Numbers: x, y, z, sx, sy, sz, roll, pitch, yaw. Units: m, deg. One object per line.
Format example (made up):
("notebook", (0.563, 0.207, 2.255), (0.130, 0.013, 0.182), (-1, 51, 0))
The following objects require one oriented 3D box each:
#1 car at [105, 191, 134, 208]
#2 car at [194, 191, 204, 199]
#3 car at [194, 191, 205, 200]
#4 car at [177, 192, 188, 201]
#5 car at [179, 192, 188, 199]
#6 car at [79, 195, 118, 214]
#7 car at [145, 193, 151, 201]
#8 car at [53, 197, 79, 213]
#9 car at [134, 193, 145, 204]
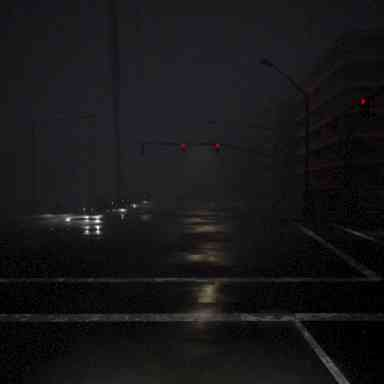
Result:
("car", (-9.397, 1.106, 43.333), (2.097, 1.767, 4.553), (0, 1, 1))
("car", (1.613, 0.556, 75.829), (2.097, 1.767, 4.553), (0, 1, 1))
("car", (1.581, 0.855, 65.439), (2.128, 1.511, 4.902), (0, 1, 1))
("car", (-1.926, 0.917, 65.170), (2.033, 1.411, 5.357), (0, 1, 1))
("car", (-1.887, 0.742, 75.821), (2.033, 1.411, 5.357), (0, 1, 1))
("car", (-9.515, 1.369, 34.292), (2.128, 1.511, 4.902), (0, 1, 1))
("car", (-9.086, 0.948, 63.513), (2.033, 1.411, 5.357), (0, 1, 1))
("car", (-13.003, 1.346, 35.359), (1.882, 1.535, 5.008), (0, 1, 1))
("car", (-9.274, 1.132, 52.978), (2.033, 1.411, 5.357), (0, 1, 1))
